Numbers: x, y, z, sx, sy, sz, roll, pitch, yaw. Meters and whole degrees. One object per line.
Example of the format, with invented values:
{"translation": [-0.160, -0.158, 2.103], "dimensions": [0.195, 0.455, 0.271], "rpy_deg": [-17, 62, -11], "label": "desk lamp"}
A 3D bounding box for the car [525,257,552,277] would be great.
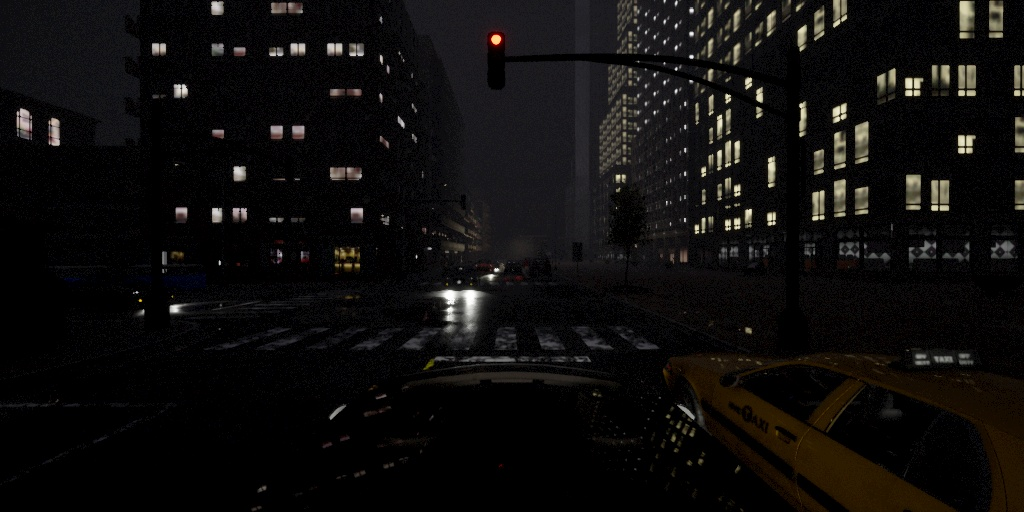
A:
{"translation": [2.689, 1.074, 34.770], "dimensions": [2.192, 1.841, 5.009], "rpy_deg": [0, 0, 0], "label": "car"}

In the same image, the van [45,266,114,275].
{"translation": [-26.305, 1.481, 21.479], "dimensions": [3.998, 1.789, 1.690], "rpy_deg": [0, 0, -1], "label": "van"}

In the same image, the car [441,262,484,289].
{"translation": [-3.103, 1.331, 23.021], "dimensions": [1.994, 1.385, 4.181], "rpy_deg": [0, 0, 0], "label": "car"}

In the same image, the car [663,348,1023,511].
{"translation": [2.689, 1.275, 2.527], "dimensions": [1.751, 1.417, 4.829], "rpy_deg": [0, 0, 0], "label": "car"}

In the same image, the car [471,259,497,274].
{"translation": [-3.099, 1.115, 40.686], "dimensions": [2.097, 1.767, 4.553], "rpy_deg": [0, 0, 0], "label": "car"}

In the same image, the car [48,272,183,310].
{"translation": [-17.602, 1.583, 15.765], "dimensions": [4.181, 1.385, 1.994], "rpy_deg": [-1, 0, -1], "label": "car"}

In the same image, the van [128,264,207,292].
{"translation": [-20.767, 1.390, 21.530], "dimensions": [3.998, 1.789, 1.690], "rpy_deg": [0, 0, -1], "label": "van"}

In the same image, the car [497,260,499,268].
{"translation": [-3.075, 1.279, 59.044], "dimensions": [2.128, 1.511, 4.902], "rpy_deg": [0, 0, 0], "label": "car"}

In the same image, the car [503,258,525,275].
{"translation": [0.101, 1.255, 39.954], "dimensions": [2.128, 1.511, 4.902], "rpy_deg": [0, 0, 0], "label": "car"}
